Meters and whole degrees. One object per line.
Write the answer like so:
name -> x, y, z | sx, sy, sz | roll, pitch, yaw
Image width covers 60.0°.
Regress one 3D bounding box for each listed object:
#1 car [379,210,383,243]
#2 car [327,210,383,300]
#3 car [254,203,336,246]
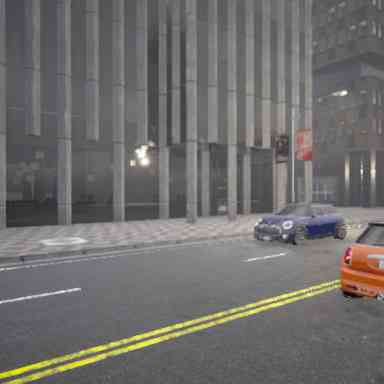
car -> 10.537, 1.514, 15.079 | 4.181, 1.385, 1.994 | 0, 0, -35
car -> 5.230, 1.329, 7.168 | 4.553, 1.767, 2.097 | 0, 0, -35
car -> 4.939, 1.315, 15.130 | 4.553, 1.767, 2.097 | 0, 0, -35
